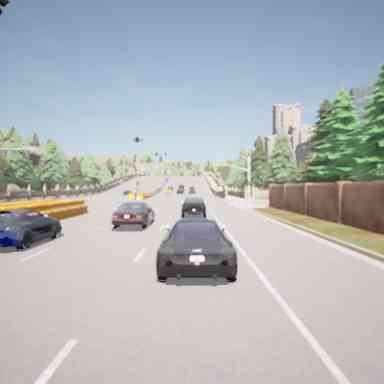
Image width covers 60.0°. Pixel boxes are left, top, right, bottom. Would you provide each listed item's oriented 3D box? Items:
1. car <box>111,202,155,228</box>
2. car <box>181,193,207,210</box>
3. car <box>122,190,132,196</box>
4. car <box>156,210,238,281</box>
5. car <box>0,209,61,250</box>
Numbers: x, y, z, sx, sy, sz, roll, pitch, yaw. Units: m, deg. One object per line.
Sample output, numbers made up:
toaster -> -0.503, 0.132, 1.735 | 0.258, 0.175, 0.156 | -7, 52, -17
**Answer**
car -> -3.355, 1.282, 19.655 | 2.033, 1.411, 5.357 | 0, 1, 0
car -> 0.147, 1.120, 26.610 | 1.882, 1.535, 5.008 | 0, 1, 0
car -> -17.404, 0.231, 89.590 | 1.994, 1.385, 4.181 | 0, 2, 0
car -> 0.117, 1.436, 9.458 | 1.994, 1.385, 4.181 | 0, 1, 0
car -> -6.876, 1.383, 13.319 | 1.994, 1.385, 4.181 | 0, 1, 0
